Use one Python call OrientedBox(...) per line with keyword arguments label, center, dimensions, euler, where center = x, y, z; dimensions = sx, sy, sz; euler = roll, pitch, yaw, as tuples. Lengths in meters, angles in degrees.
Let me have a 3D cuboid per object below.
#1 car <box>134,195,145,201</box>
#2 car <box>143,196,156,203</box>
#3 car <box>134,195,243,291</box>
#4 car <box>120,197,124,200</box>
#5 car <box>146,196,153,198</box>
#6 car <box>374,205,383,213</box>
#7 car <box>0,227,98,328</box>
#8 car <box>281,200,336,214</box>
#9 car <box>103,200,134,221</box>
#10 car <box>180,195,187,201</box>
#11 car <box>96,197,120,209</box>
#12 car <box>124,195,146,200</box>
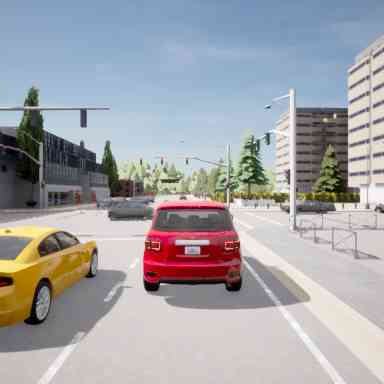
OrientedBox(label="car", center=(-12.661, 1.365, 80.701), dimensions=(1.895, 1.301, 4.718), euler=(0, 0, -2))
OrientedBox(label="car", center=(-8.862, 1.540, 69.854), dimensions=(2.033, 1.411, 5.357), euler=(0, 0, -2))
OrientedBox(label="car", center=(0.016, 1.221, 9.112), dimensions=(2.150, 2.045, 5.566), euler=(0, 0, 0))
OrientedBox(label="car", center=(-12.063, 1.547, 56.111), dimensions=(2.033, 1.411, 5.357), euler=(0, 0, -1))
OrientedBox(label="car", center=(-8.648, 1.492, 59.490), dimensions=(2.128, 1.511, 4.902), euler=(0, 0, -1))
OrientedBox(label="car", center=(22.167, 1.547, 34.885), dimensions=(5.357, 1.411, 2.033), euler=(0, 0, -2))
OrientedBox(label="car", center=(-3.478, 1.478, 7.125), dimensions=(1.882, 1.535, 5.008), euler=(0, 0, 0))
OrientedBox(label="car", center=(12.084, 1.547, 34.580), dimensions=(5.357, 1.411, 2.033), euler=(0, 0, -2))
OrientedBox(label="car", center=(-4.616, 1.564, 26.576), dimensions=(4.181, 1.385, 1.994), euler=(0, 0, -4))
OrientedBox(label="car", center=(-2.336, 1.524, 87.193), dimensions=(1.812, 1.442, 4.674), euler=(0, 0, -2))
OrientedBox(label="car", center=(-11.793, 1.492, 45.859), dimensions=(2.128, 1.511, 4.902), euler=(0, 0, -2))
OrientedBox(label="car", center=(-8.390, 1.505, 49.279), dimensions=(1.837, 1.490, 4.892), euler=(0, 0, -2))
